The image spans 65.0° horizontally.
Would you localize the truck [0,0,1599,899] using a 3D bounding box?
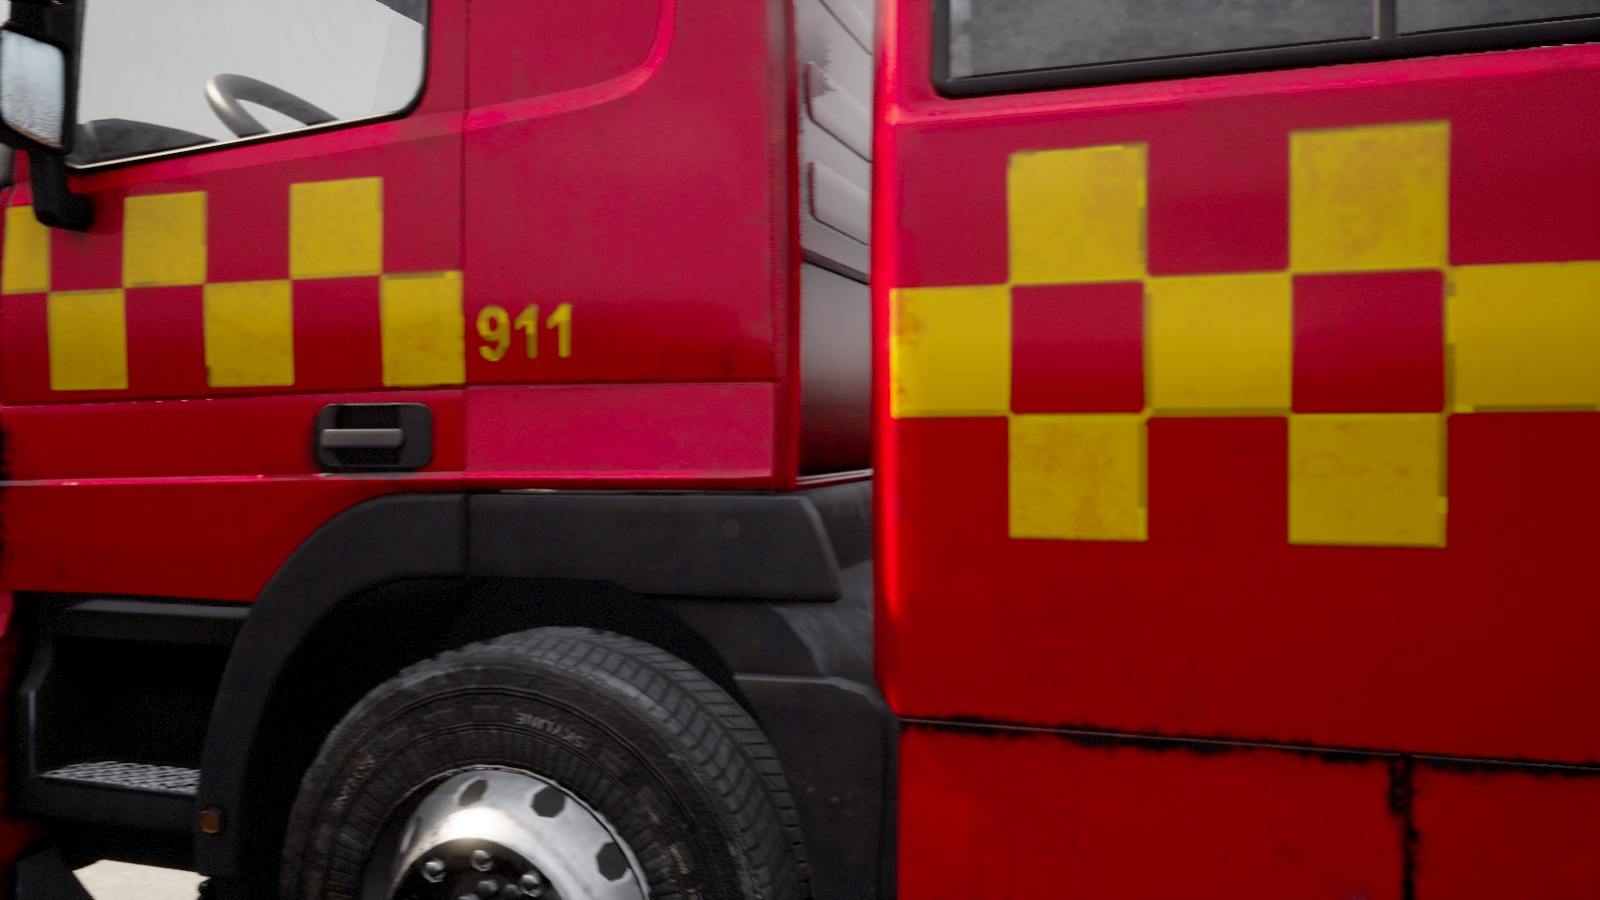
[{"bbox_3d":[1.888,-0.380,3.068,8.468,3.827,2.891,1,1,19],"label":"truck"}]
